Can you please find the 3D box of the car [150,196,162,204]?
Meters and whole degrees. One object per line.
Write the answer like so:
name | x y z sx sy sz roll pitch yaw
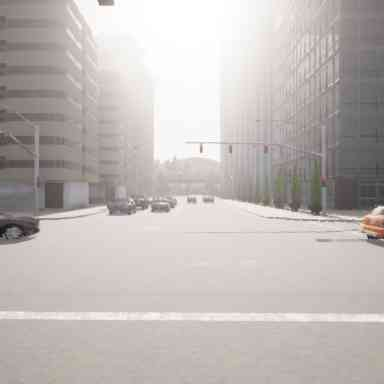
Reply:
car | -7.085 1.503 65.527 1.837 1.490 4.892 0 1 0

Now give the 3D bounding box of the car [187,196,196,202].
car | -0.055 1.522 75.991 1.994 1.385 4.181 0 0 0

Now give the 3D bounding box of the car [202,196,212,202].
car | 3.445 1.528 76.167 1.994 1.385 4.181 0 0 0

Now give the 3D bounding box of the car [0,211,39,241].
car | -9.846 1.441 15.518 5.008 1.535 1.882 0 1 -14

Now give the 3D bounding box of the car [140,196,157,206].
car | -7.128 1.491 54.493 2.128 1.511 4.902 0 0 0

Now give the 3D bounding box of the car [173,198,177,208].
car | -3.631 1.352 48.144 2.097 1.767 4.553 0 0 0

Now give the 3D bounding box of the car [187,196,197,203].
car | -0.048 1.478 66.664 1.882 1.535 5.008 0 0 0

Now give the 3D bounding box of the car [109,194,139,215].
car | -7.125 1.352 34.442 2.097 1.767 4.553 0 0 0

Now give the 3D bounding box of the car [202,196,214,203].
car | 3.452 1.505 67.500 1.837 1.490 4.892 0 0 0

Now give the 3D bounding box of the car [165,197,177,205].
car | -3.621 1.601 57.913 1.895 1.301 4.718 0 0 0

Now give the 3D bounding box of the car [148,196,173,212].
car | -3.628 1.505 38.940 1.837 1.490 4.892 0 0 0

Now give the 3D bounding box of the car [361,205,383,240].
car | 9.930 1.296 14.359 4.553 1.767 2.097 0 0 0

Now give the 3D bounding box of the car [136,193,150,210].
car | -7.129 1.221 44.031 2.150 2.045 5.566 0 0 0
